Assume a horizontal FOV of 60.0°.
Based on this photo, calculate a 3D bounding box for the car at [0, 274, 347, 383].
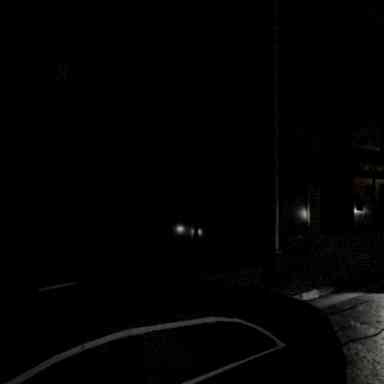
[{"bbox_3d":[-0.933,1.492,2.338,4.902,1.511,2.128,0,0,-33],"label":"car"}]
